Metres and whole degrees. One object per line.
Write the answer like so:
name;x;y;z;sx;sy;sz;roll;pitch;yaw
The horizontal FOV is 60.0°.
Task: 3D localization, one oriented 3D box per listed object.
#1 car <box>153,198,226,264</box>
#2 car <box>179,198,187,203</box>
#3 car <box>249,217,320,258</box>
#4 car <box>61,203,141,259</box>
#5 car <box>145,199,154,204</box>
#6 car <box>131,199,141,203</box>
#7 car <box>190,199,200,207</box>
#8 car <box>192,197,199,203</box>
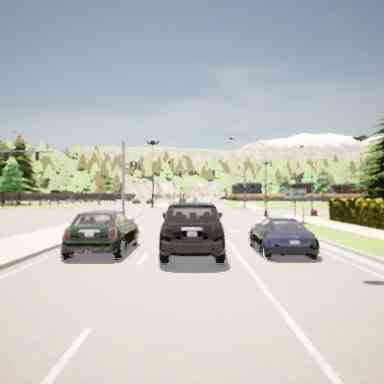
car;0.012;1.359;12.554;2.150;2.045;5.566;0;0;0
car;-2.492;2.344;93.465;2.128;1.511;4.902;0;-1;1
car;3.520;1.707;13.358;1.994;1.385;4.181;0;-1;1
car;-3.478;1.494;13.415;2.097;1.767;4.553;0;-1;0
car;-10.631;2.422;84.621;2.033;1.411;5.357;0;-1;1
car;-14.130;2.435;84.673;1.994;1.385;4.181;0;-1;1
car;0.611;2.244;67.985;1.812;1.442;4.674;0;-1;1
car;1.008;2.297;93.414;1.882;1.535;5.008;0;-1;1
